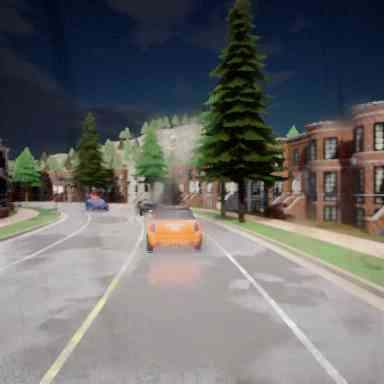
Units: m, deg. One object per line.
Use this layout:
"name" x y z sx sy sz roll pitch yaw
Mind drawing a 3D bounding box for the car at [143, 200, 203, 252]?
"car" -0.832 1.347 14.151 2.097 1.767 4.553 0 0 -6

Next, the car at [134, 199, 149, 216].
"car" -4.562 1.499 32.838 1.837 1.490 4.892 0 0 -18

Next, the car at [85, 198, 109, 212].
"car" -11.043 1.485 38.594 1.882 1.535 5.008 0 0 -29
